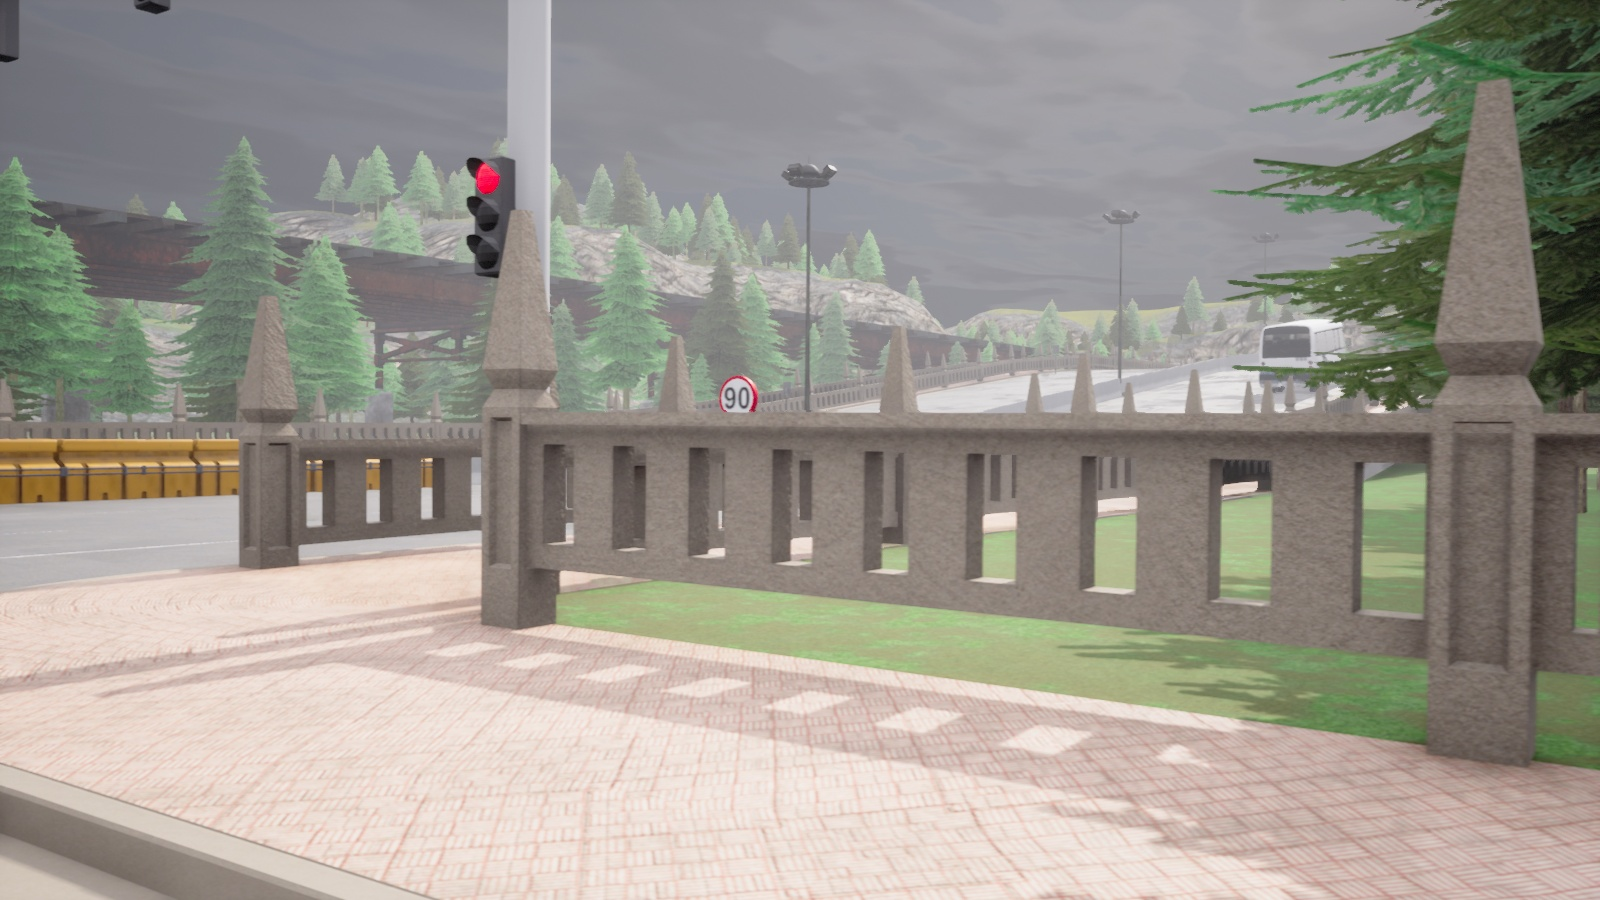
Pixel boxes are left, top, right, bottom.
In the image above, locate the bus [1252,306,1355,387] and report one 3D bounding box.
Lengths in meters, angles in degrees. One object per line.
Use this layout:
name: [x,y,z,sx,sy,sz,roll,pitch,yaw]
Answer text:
bus: [31.884,-6.605,79.165,3.944,4.253,10.273,0,8,34]
